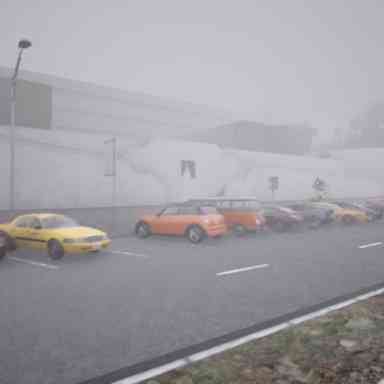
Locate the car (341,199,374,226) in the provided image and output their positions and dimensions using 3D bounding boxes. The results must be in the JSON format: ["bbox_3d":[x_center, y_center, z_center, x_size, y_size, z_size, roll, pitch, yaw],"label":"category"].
[{"bbox_3d":[9.222,1.396,22.975,5.366,1.575,1.946,-1,-1,35],"label":"car"}]

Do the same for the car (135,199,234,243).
[{"bbox_3d":[-0.636,1.351,16.129,4.553,1.767,2.185,-1,0,34],"label":"car"}]

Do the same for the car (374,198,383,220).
[{"bbox_3d":[11.522,1.401,24.792,4.792,1.488,2.163,-1,-1,35],"label":"car"}]

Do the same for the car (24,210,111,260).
[{"bbox_3d":[-5.364,1.484,12.581,5.366,1.575,1.946,-1,-1,35],"label":"car"}]

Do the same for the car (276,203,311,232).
[{"bbox_3d":[4.205,1.488,19.606,4.674,1.452,2.002,-1,0,35],"label":"car"}]

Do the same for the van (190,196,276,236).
[{"bbox_3d":[1.874,1.239,17.822,4.442,1.987,1.878,-1,-1,35],"label":"van"}]

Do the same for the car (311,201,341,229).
[{"bbox_3d":[6.607,1.460,21.356,4.792,1.488,2.163,-1,0,35],"label":"car"}]

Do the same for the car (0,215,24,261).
[{"bbox_3d":[-7.974,1.523,10.967,4.792,1.488,2.163,-1,0,35],"label":"car"}]
